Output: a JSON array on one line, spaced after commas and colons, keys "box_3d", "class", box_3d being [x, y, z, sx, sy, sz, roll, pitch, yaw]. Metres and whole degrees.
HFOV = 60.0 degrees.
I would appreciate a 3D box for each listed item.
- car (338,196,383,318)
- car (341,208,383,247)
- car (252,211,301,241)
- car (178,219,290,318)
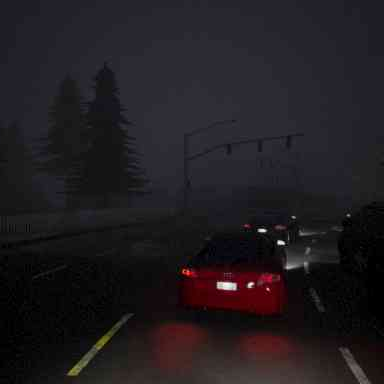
[{"box_3d": [4.701, 1.221, 7.219, 2.150, 2.045, 5.566, 0, 0, 15], "class": "car"}, {"box_3d": [8.359, 1.564, 15.812, 1.994, 1.385, 4.181, 0, 0, 28], "class": "car"}, {"box_3d": [3.780, 1.564, 15.549, 1.994, 1.385, 4.181, 0, 0, 26], "class": "car"}, {"box_3d": [1.123, 1.564, 7.577, 1.994, 1.385, 4.181, 0, 0, 15], "class": "car"}]
